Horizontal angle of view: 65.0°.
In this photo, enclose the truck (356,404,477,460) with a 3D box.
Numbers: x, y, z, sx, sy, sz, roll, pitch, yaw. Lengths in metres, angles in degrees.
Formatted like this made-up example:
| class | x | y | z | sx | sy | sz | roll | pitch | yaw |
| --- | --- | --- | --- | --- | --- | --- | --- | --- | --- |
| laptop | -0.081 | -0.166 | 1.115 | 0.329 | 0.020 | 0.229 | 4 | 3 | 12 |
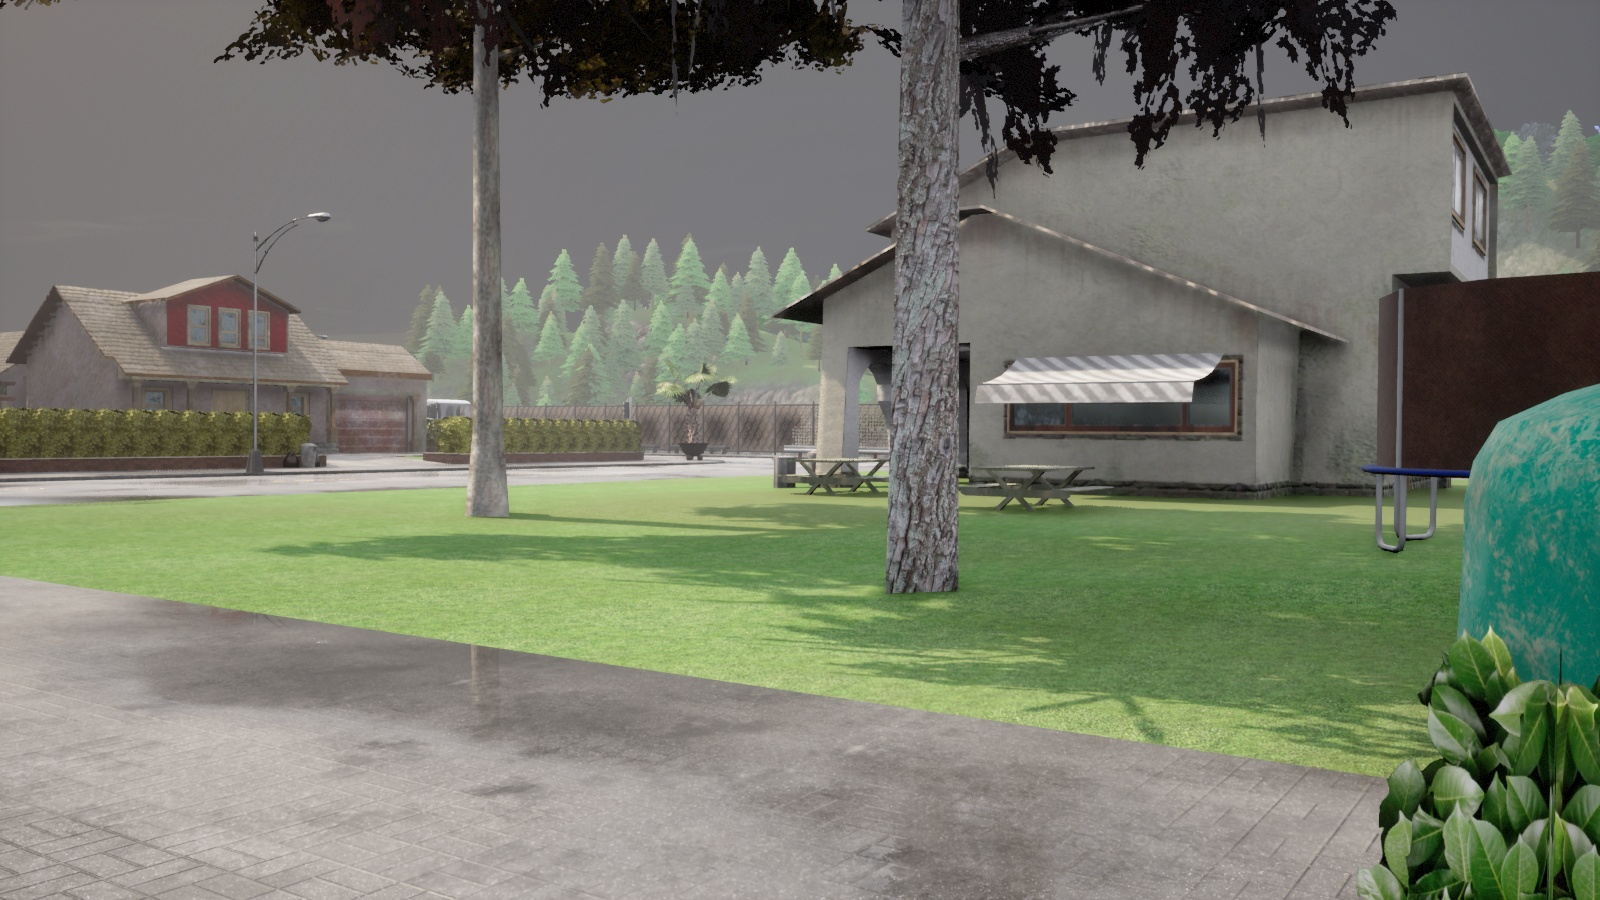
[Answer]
| class | x | y | z | sx | sy | sz | roll | pitch | yaw |
| --- | --- | --- | --- | --- | --- | --- | --- | --- | --- |
| truck | -24.410 | -1.120 | 79.860 | 7.936 | 3.462 | 2.891 | 0 | 1 | 33 |
